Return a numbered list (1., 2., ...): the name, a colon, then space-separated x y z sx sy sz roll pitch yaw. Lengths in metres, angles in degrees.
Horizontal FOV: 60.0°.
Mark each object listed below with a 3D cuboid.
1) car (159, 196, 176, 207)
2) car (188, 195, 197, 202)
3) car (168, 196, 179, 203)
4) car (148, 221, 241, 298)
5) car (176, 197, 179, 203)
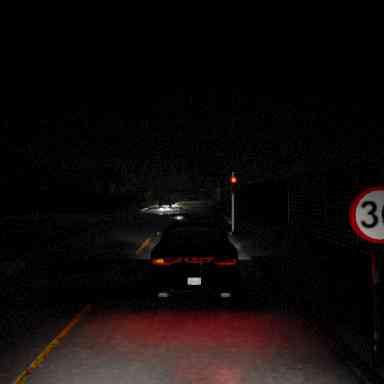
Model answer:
1. car: -3.997 1.491 50.872 2.128 1.511 4.902 0 0 0
2. car: 0.138 1.339 71.329 1.812 1.442 4.674 0 0 0
3. car: -3.864 1.595 70.404 1.895 1.301 4.718 0 0 0
4. car: 0.068 1.478 8.554 1.882 1.535 5.008 0 0 1
5. car: -3.956 1.492 60.353 2.128 1.511 4.902 0 0 0
